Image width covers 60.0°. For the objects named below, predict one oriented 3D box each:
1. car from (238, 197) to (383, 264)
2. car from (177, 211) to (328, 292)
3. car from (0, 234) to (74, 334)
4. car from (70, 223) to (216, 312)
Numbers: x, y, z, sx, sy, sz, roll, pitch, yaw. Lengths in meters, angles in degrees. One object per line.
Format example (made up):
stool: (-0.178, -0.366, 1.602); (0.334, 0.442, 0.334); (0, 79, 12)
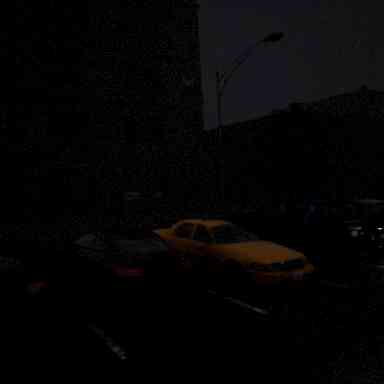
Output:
car: (2.760, 1.196, 11.011); (2.435, 2.045, 5.566); (0, 0, -36)
car: (0.716, 1.455, 9.289); (1.946, 1.575, 5.366); (0, 0, -36)
car: (-3.934, 1.519, 6.194); (2.002, 1.452, 4.674); (0, 0, -35)
car: (-1.764, 1.509, 7.744); (2.002, 1.452, 4.674); (0, 0, -36)
